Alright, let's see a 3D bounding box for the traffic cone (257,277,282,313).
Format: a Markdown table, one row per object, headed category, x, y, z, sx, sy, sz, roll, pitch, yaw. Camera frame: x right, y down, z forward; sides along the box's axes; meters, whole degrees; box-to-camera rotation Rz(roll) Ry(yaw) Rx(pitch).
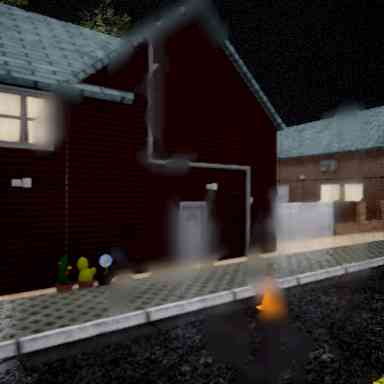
| category | x | y | z | sx | sy | sz | roll | pitch | yaw |
| --- | --- | --- | --- | --- | --- | --- | --- | --- | --- |
| traffic cone | 1.469 | 1.931 | 6.353 | 0.340 | 0.580 | 0.340 | 0 | 0 | -34 |
